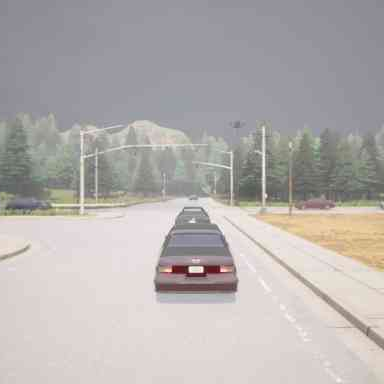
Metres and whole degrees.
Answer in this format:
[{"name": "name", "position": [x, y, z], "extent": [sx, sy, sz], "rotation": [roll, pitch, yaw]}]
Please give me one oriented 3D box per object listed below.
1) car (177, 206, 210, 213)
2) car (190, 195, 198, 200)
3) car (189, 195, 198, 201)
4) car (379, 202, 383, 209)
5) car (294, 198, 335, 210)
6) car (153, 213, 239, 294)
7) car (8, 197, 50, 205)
[{"name": "car", "position": [0.069, 1.535, 19.534], "extent": [1.994, 1.385, 4.181], "rotation": [0, 0, 1]}, {"name": "car", "position": [0.643, 1.421, 91.797], "extent": [1.994, 1.385, 4.181], "rotation": [0, 0, 2]}, {"name": "car", "position": [0.275, 1.479, 81.817], "extent": [1.895, 1.301, 4.718], "rotation": [0, 0, 2]}, {"name": "car", "position": [25.049, 1.415, 39.964], "extent": [4.674, 1.442, 1.812], "rotation": [0, 0, 1]}, {"name": "car", "position": [14.770, 1.449, 40.161], "extent": [4.674, 1.442, 1.812], "rotation": [0, 0, 1]}, {"name": "car", "position": [0.085, 1.538, 8.927], "extent": [2.033, 1.411, 5.357], "rotation": [0, 0, 0]}, {"name": "car", "position": [-18.034, 1.388, 37.099], "extent": [4.553, 1.767, 2.097], "rotation": [0, 0, 1]}]
